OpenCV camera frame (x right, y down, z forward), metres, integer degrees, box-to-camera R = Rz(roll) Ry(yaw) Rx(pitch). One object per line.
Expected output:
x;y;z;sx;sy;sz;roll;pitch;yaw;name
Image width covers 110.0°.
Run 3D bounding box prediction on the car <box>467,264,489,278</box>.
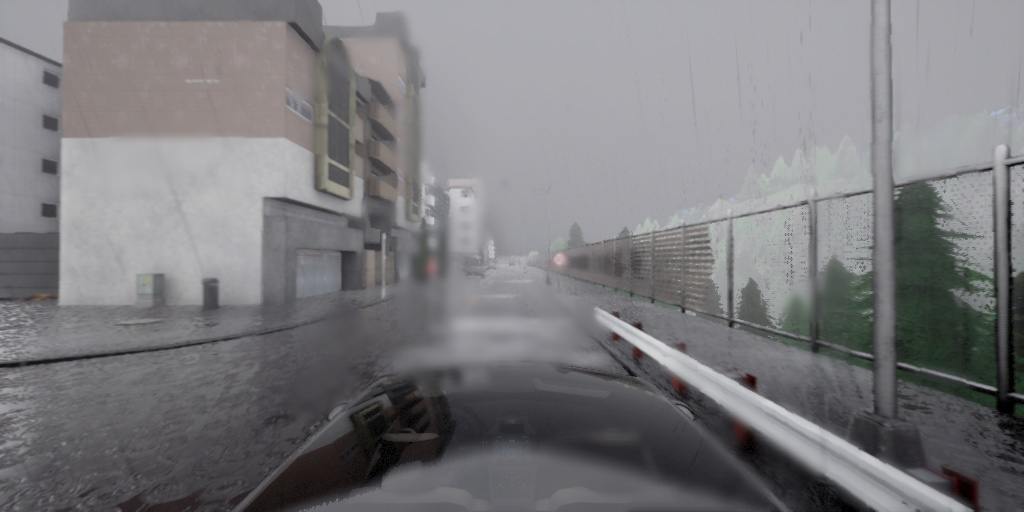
-4.002;1.808;40.612;1.895;1.301;4.718;0;0;0;car
